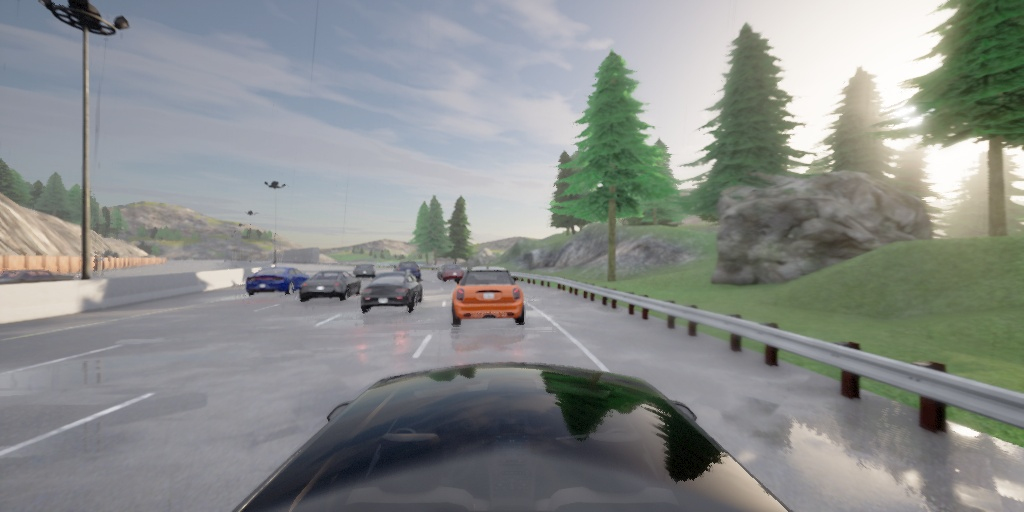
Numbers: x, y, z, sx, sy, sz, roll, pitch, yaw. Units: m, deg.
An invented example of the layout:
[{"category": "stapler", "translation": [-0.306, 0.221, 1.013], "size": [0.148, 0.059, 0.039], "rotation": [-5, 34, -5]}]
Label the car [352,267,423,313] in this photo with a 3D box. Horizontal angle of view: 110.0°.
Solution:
[{"category": "car", "translation": [-4.654, 1.328, 14.275], "size": [1.812, 1.442, 4.674], "rotation": [0, 0, -9]}]

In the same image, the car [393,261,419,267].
[{"category": "car", "translation": [-9.300, 1.217, 31.645], "size": [2.097, 1.767, 4.553], "rotation": [0, 0, -21]}]

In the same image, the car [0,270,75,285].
[{"category": "car", "translation": [-27.499, 1.487, 19.992], "size": [2.033, 1.411, 5.357], "rotation": [0, 0, -17]}]

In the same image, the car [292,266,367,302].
[{"category": "car", "translation": [-8.849, 1.397, 17.809], "size": [1.994, 1.385, 4.181], "rotation": [0, 0, -11]}]

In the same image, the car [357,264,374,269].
[{"category": "car", "translation": [-14.211, 1.462, 34.483], "size": [1.994, 1.385, 4.181], "rotation": [0, 0, -24]}]

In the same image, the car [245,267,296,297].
[{"category": "car", "translation": [-12.966, 1.338, 20.205], "size": [1.882, 1.535, 5.008], "rotation": [0, 0, -14]}]

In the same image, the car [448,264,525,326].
[{"category": "car", "translation": [-0.862, 1.129, 12.033], "size": [2.097, 1.767, 4.553], "rotation": [0, 0, -6]}]

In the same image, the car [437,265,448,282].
[{"category": "car", "translation": [-5.201, 1.404, 30.674], "size": [1.994, 1.385, 4.181], "rotation": [0, 0, -18]}]
